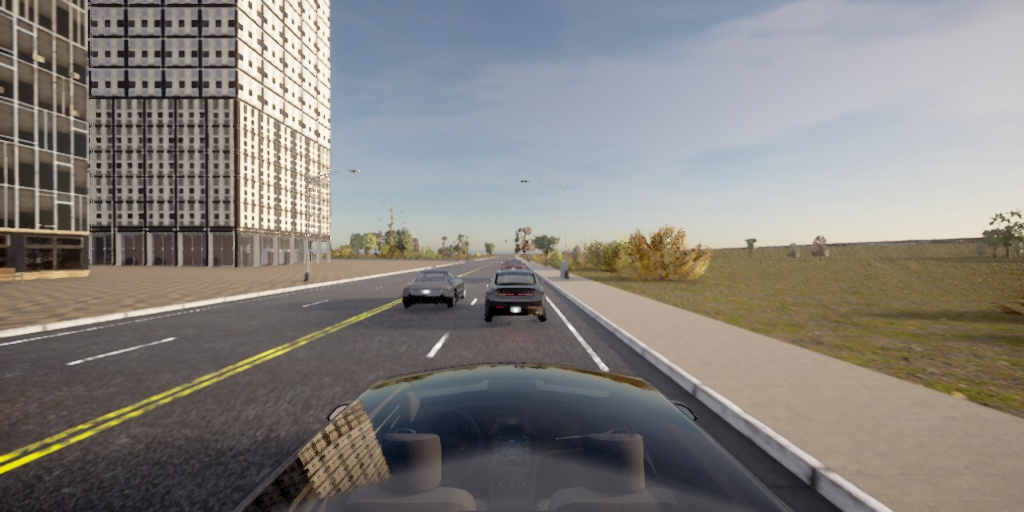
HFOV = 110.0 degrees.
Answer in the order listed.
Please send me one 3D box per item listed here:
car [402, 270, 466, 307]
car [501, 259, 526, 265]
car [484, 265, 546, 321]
[{"bbox_3d":[-3.145,1.272,15.143,1.994,1.385,4.181,0,0,0],"label":"car"},{"bbox_3d":[0.108,1.012,30.380,2.097,1.767,4.553,0,0,0],"label":"car"},{"bbox_3d":[0.104,1.222,12.329,1.837,1.490,4.892,0,0,0],"label":"car"}]
